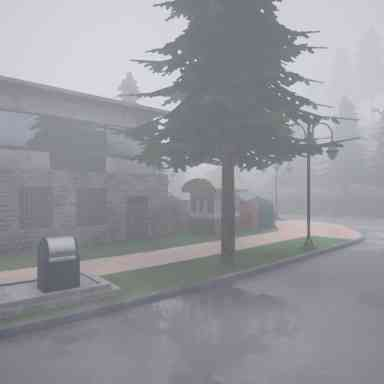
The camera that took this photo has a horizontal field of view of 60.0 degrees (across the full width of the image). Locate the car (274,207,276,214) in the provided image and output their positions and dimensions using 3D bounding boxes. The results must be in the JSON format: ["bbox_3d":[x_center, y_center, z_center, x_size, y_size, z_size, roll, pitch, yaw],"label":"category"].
[{"bbox_3d":[4.880,1.444,28.961,4.718,1.301,1.895,0,0,43],"label":"car"}]
